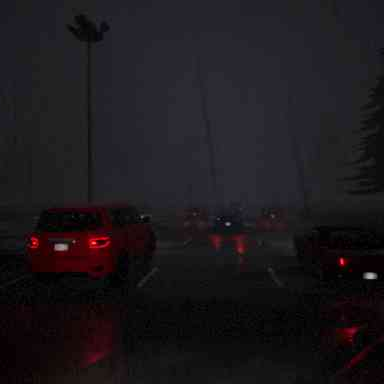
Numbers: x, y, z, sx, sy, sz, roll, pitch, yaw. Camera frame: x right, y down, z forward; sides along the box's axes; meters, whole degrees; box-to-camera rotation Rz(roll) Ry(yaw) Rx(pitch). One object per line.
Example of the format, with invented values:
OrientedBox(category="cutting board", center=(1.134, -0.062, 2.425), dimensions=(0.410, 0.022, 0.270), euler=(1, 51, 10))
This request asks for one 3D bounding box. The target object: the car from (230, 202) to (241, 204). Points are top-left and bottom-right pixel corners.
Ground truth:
OrientedBox(category="car", center=(5.038, 1.905, 38.815), dimensions=(2.033, 1.411, 5.357), euler=(-1, -1, 9))

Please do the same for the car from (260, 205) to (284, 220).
OrientedBox(category="car", center=(7.431, 1.851, 31.307), dimensions=(1.895, 1.301, 4.718), euler=(-1, -1, 9))

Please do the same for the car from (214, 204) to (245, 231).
OrientedBox(category="car", center=(2.479, 1.732, 21.907), dimensions=(1.812, 1.442, 4.674), euler=(-1, -1, 9))

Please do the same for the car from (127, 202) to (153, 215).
OrientedBox(category="car", center=(-6.398, 2.038, 41.113), dimensions=(1.812, 1.442, 4.674), euler=(-1, -1, 9))

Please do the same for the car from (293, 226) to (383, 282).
OrientedBox(category="car", center=(4.335, 1.658, 9.859), dimensions=(1.895, 1.301, 4.718), euler=(-1, -1, 6))

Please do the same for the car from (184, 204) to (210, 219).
OrientedBox(category="car", center=(0.561, 1.869, 32.678), dimensions=(1.812, 1.442, 4.674), euler=(-1, -1, 9))

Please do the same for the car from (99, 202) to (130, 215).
OrientedBox(category="car", center=(-9.738, 2.056, 42.401), dimensions=(2.128, 1.511, 4.902), euler=(-1, -1, 9))

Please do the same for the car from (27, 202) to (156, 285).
OrientedBox(category="car", center=(-2.658, 1.361, 10.145), dimensions=(2.150, 2.045, 5.566), euler=(-1, -1, 6))
